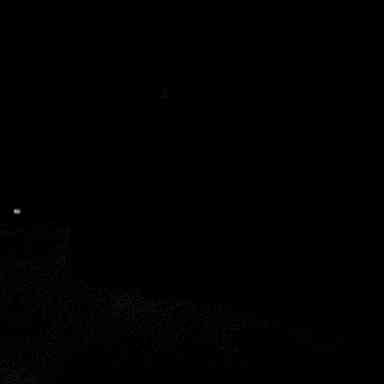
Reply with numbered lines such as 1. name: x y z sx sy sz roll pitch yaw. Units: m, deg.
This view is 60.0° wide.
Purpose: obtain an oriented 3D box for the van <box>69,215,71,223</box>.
1. van: -7.658 1.753 26.283 1.690 1.788 3.998 -1 -2 35
